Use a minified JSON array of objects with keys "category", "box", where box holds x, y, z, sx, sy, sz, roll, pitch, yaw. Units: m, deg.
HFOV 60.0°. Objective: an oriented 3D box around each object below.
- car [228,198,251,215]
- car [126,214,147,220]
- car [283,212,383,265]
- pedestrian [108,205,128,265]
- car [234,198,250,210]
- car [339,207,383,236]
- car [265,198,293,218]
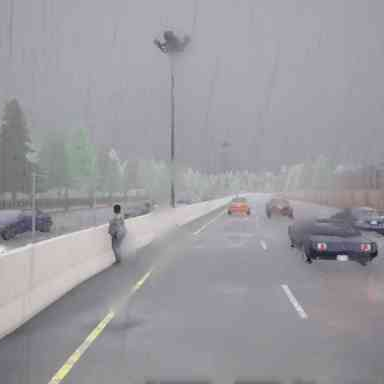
[{"category":"car","box":[4.911,1.352,34.203,2.097,1.767,4.553,0,0,10]},{"category":"car","box":[-4.065,1.505,24.731,1.837,1.490,4.892,0,0,10]},{"category":"car","box":[4.635,1.601,11.747,1.895,1.301,4.718,0,0,8]},{"category":"pedestrian","box":[-2.279,1.294,10.250,0.375,1.860,0.375,0,0,7]},{"category":"car","box":[6.629,1.564,44.076,1.994,1.385,4.181,0,0,10]},{"category":"car","box":[9.284,1.547,18.651,2.033,1.411,5.357,0,0,10]},{"category":"car","box":[7.657,1.352,29.532,2.097,1.767,4.553,0,0,10]}]
